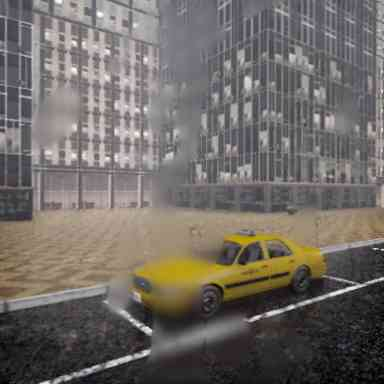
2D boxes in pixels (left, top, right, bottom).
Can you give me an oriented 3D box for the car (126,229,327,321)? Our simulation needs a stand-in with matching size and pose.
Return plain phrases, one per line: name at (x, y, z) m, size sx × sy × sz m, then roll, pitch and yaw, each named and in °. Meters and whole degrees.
car at (0.996, 1.525, 7.271) m, size 4.829 × 1.417 × 1.752 m, roll 0°, pitch 0°, yaw -35°
